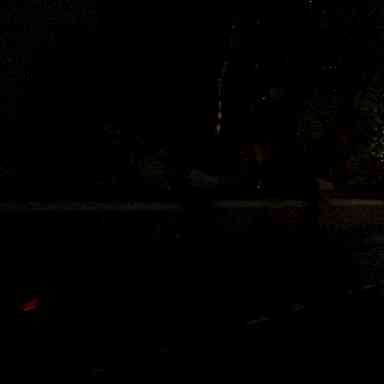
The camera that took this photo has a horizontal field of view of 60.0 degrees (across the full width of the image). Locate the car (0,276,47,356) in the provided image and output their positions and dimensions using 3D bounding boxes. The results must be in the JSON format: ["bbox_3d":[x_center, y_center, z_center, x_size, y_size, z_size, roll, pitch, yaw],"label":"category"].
[{"bbox_3d":[-3.928,1.574,3.748,4.206,1.307,1.802,1,0,-36],"label":"car"}]
